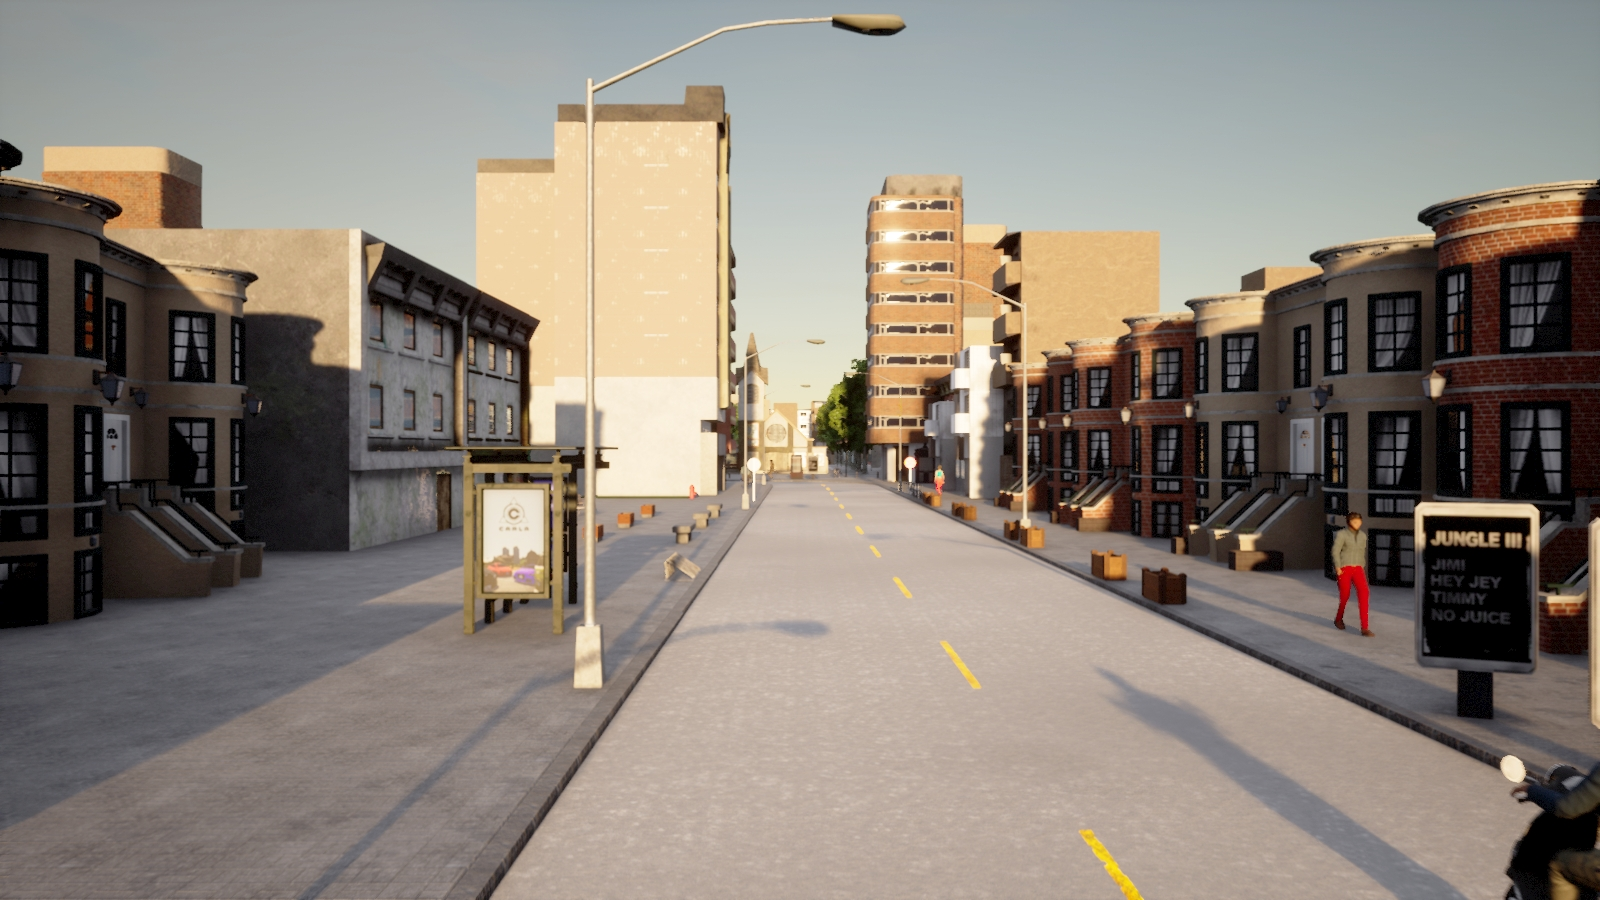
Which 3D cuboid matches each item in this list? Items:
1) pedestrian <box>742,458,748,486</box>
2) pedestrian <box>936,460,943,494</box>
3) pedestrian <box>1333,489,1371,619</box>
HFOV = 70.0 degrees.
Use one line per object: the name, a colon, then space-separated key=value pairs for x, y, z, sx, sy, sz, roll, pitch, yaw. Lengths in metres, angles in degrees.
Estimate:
pedestrian: x=-3.682 y=1.473 z=77.025 sx=0.375 sy=1.860 sz=0.375 roll=0 pitch=0 yaw=2
pedestrian: x=7.706 y=1.482 z=63.074 sx=0.375 sy=1.860 sz=0.375 roll=0 pitch=0 yaw=-1
pedestrian: x=8.063 y=1.513 z=16.686 sx=0.375 sy=1.860 sz=0.375 roll=0 pitch=0 yaw=0
